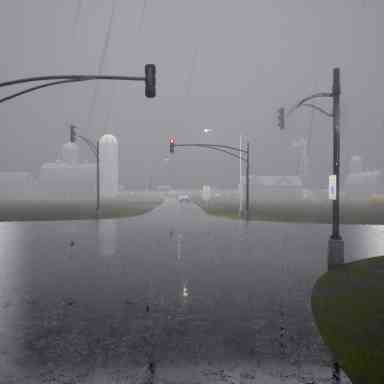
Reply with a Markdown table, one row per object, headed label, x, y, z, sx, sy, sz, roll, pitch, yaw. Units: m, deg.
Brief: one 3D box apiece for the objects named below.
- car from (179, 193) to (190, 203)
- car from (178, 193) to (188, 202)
| label | x | y | z | sx | sy | sz | roll | pitch | yaw |
| --- | --- | --- | --- | --- | --- | --- | --- | --- | --- |
| car | -1.513 | 1.553 | 69.886 | 1.812 | 1.442 | 4.674 | 0 | 0 | -3 |
| car | -2.097 | 1.189 | 79.920 | 2.150 | 2.045 | 5.566 | 0 | 0 | -4 |
